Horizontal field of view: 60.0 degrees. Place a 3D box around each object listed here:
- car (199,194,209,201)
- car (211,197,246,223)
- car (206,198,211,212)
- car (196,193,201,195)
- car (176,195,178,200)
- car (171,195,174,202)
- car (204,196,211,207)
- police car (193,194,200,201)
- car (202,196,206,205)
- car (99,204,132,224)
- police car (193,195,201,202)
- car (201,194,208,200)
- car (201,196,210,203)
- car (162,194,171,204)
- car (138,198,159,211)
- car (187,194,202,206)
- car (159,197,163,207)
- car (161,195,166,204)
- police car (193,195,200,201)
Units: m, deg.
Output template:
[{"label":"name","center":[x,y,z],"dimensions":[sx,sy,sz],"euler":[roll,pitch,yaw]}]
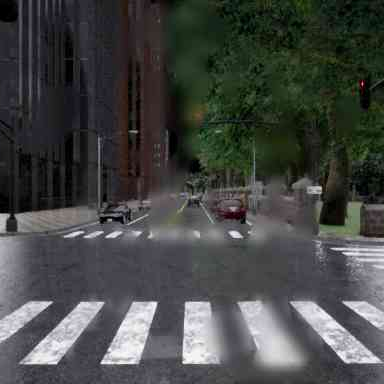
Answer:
[{"label":"car","center":[3.022,1.399,85.217],"dimensions":[2.192,1.841,5.009],"euler":[0,0,0]},{"label":"car","center":[2.839,1.326,25.196],"dimensions":[2.192,1.841,5.009],"euler":[0,0,0]},{"label":"car","center":[2.872,1.588,36.108],"dimensions":[1.947,1.339,4.313],"euler":[0,0,0]},{"label":"car","center":[0.289,1.533,65.405],"dimensions":[1.882,1.535,5.008],"euler":[0,0,0]},{"label":"car","center":[-5.486,1.533,90.697],"dimensions":[1.967,1.590,4.097],"euler":[0,0,0]},{"label":"car","center":[-5.553,1.375,68.869],"dimensions":[2.192,1.841,5.009],"euler":[0,0,0]},{"label":"car","center":[2.889,1.579,41.565],"dimensions":[2.008,1.369,4.403],"euler":[0,0,0]},{"label":"police car","center":[1.181,1.521,91.967],"dimensions":[1.930,1.638,5.238],"euler":[0,0,0]},{"label":"car","center":[2.905,1.585,47.022],"dimensions":[2.008,1.369,4.403],"euler":[0,0,0]},{"label":"car","center":[-5.687,1.576,25.213],"dimensions":[1.947,1.339,4.313],"euler":[0,0,0]},{"label":"police car","center":[1.132,1.495,75.967],"dimensions":[1.930,1.638,5.238],"euler":[0,0,0]},{"label":"car","center":[2.922,1.481,52.478],"dimensions":[1.967,1.590,4.097],"euler":[0,0,0]},{"label":"car","center":[2.989,1.593,74.474],"dimensions":[1.752,1.417,4.829],"euler":[0,0,0]},{"label":"car","center":[-5.570,1.635,63.412],"dimensions":[1.802,1.307,4.206],"euler":[0,0,0]},{"label":"car","center":[-5.637,1.579,41.583],"dimensions":[2.008,1.369,4.403],"euler":[0,0,0]},{"label":"car","center":[0.268,1.547,55.159],"dimensions":[1.837,1.490,4.892],"euler":[0,0,0]},{"label":"car","center":[-5.620,1.616,47.040],"dimensions":[1.802,1.307,4.206],"euler":[0,0,0]},{"label":"car","center":[-5.603,1.623,52.498],"dimensions":[1.802,1.307,4.206],"euler":[0,0,0]},{"label":"police car","center":[1.144,1.511,85.967],"dimensions":[1.930,1.638,5.238],"euler":[0,0,0]}]
